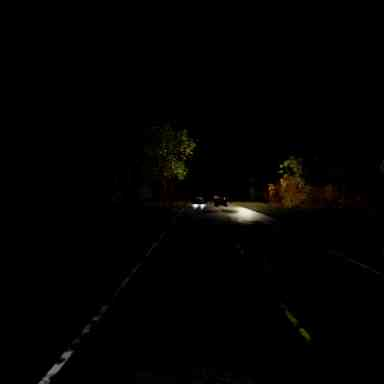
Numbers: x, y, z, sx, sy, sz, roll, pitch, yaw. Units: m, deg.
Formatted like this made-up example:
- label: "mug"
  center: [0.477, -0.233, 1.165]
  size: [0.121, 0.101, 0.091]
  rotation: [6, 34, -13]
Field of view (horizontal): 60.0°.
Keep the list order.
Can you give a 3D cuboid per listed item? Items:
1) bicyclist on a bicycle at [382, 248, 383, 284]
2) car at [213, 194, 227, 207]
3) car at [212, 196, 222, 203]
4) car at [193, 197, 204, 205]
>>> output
- label: "bicyclist on a bicycle"
  center: [4.545, 1.509, 7.140]
  size: [0.582, 1.620, 1.656]
  rotation: [1, 0, 1]
- label: "car"
  center: [4.564, 1.550, 53.060]
  size: [2.128, 1.511, 4.902]
  rotation: [1, 0, 2]
- label: "car"
  center: [5.437, 1.587, 71.550]
  size: [2.033, 1.411, 5.357]
  rotation: [1, 0, 4]
- label: "car"
  center: [1.231, 1.580, 60.132]
  size: [1.994, 1.385, 4.181]
  rotation: [1, 0, 3]
